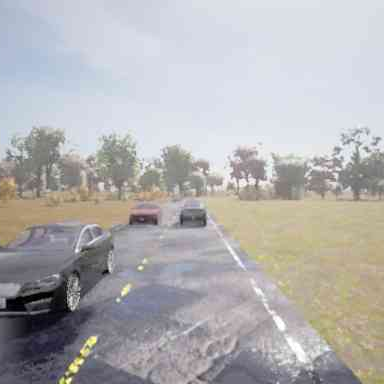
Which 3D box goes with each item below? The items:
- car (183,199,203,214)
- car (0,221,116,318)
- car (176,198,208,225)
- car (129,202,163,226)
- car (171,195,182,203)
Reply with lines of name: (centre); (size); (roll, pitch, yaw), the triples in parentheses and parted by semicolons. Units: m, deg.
car: (0.087, 1.477, 36.346); (2.033, 1.411, 5.357); (0, 0, 0)
car: (-3.094, 1.478, 7.672); (2.128, 1.511, 4.902); (0, 0, 0)
car: (0.090, 1.448, 23.667); (2.128, 1.511, 4.902); (0, 0, 0)
car: (-3.111, 1.435, 23.260); (1.882, 1.535, 5.008); (0, 0, 0)
car: (-2.771, 1.309, 64.686); (1.812, 1.442, 4.674); (0, 0, 3)
